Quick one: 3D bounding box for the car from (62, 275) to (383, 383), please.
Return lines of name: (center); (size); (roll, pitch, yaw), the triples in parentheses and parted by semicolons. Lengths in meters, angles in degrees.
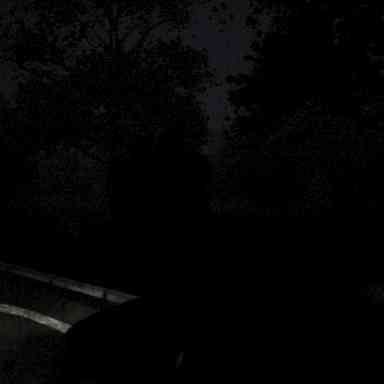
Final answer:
car: (0.983, 1.477, 2.677); (5.008, 1.535, 1.882); (0, 0, 35)
